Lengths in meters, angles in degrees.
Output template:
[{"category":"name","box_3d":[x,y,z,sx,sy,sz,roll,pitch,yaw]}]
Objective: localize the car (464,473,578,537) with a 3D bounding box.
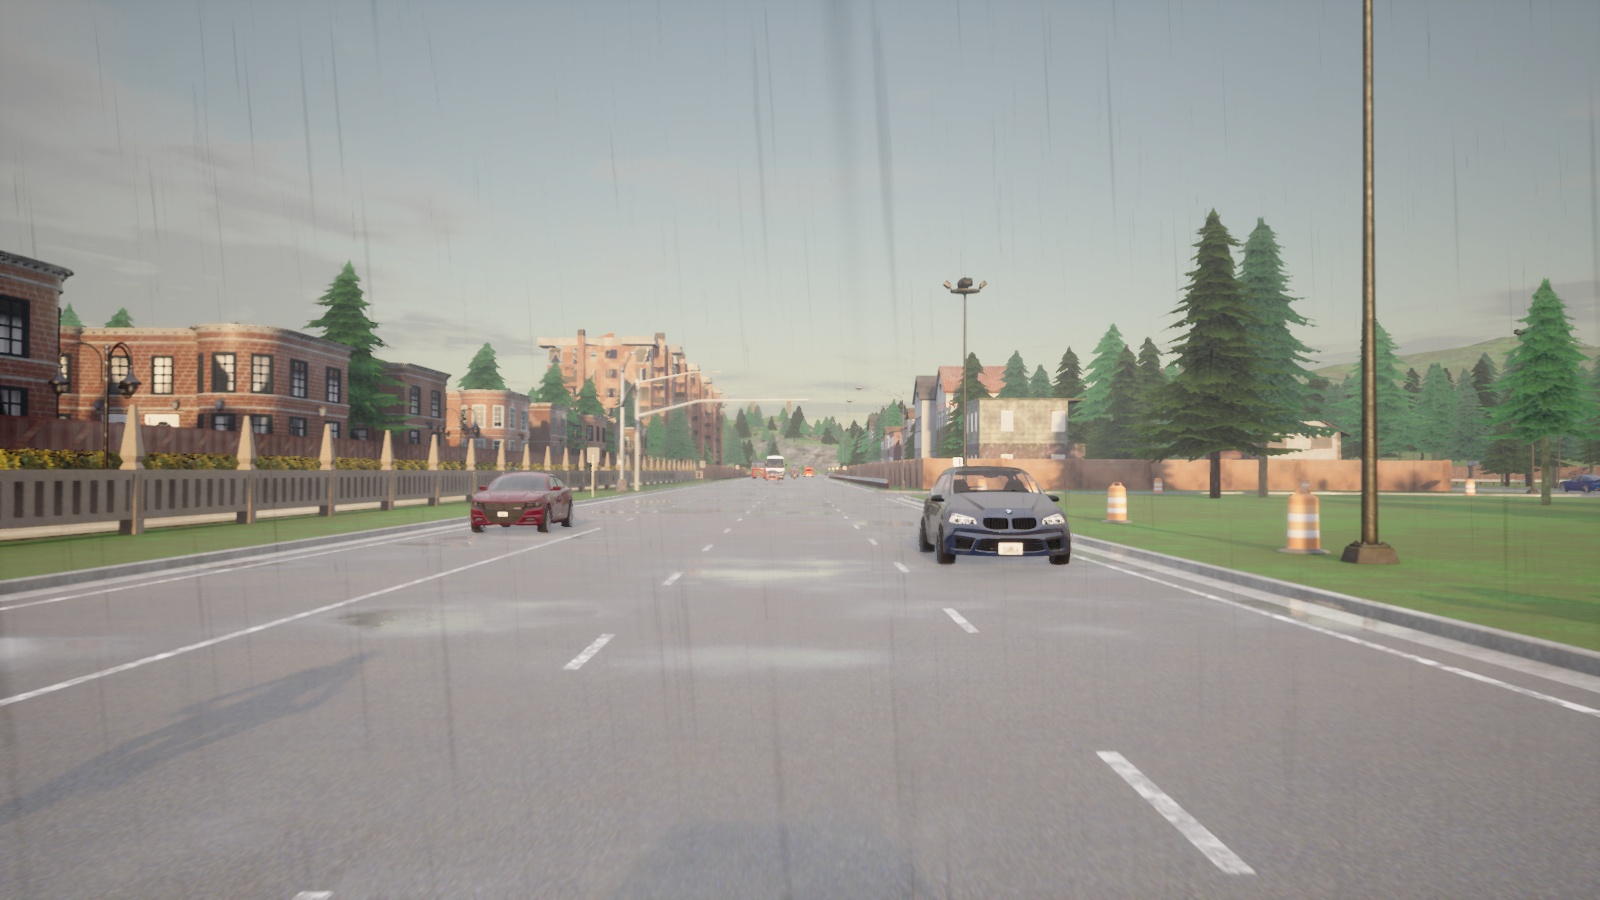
[{"category":"car","box_3d":[-7.129,1.366,32.600,1.882,1.535,5.008,0,-1,0]}]

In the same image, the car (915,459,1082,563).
[{"category":"car","box_3d":[3.410,1.023,22.544,2.242,1.667,4.611,0,-1,0]}]
